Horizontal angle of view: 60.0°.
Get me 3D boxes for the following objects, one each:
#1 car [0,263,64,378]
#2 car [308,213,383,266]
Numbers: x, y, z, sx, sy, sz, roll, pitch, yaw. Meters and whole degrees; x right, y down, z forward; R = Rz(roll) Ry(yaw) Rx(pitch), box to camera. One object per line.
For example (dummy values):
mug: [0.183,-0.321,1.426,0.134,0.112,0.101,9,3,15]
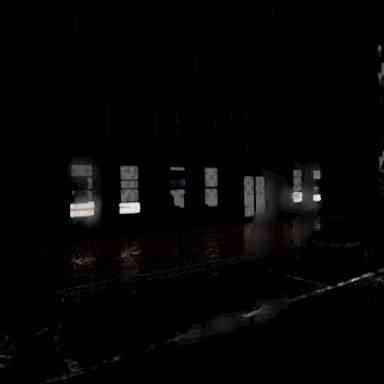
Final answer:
car: [-3.827,1.575,3.829,4.403,1.369,2.008,-2,1,-36]
car: [5.432,1.330,10.447,4.206,1.307,1.802,-2,1,-36]
